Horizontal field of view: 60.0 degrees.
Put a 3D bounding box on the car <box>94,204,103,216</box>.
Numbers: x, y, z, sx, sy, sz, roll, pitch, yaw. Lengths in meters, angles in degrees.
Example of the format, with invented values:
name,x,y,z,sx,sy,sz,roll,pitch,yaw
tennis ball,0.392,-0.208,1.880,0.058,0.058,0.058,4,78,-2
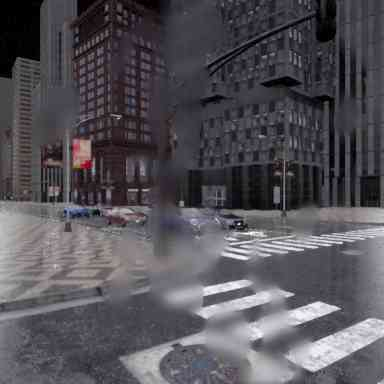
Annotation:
name,x,y,z,sx,sy,sz,roll,pitch,yaw
car,-10.484,2.188,39.446,2.128,1.511,4.902,0,-1,-36

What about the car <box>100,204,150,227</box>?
name,x,y,z,sx,sy,sz,roll,pitch,yaw
car,-5.459,1.976,26.864,1.812,1.442,4.674,0,-1,-36

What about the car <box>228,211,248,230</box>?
name,x,y,z,sx,sy,sz,roll,pitch,yaw
car,1.767,1.862,22.370,1.994,1.385,4.181,0,-1,-36

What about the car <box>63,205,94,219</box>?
name,x,y,z,sx,sy,sz,roll,pitch,yaw
car,-13.070,2.177,37.477,1.882,1.535,5.008,0,-1,-35

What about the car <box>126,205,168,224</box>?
name,x,y,z,sx,sy,sz,roll,pitch,yaw
car,-4.251,1.996,30.752,1.837,1.490,4.892,0,-1,-36

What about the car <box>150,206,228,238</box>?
name,x,y,z,sx,sy,sz,roll,pitch,yaw
car,-0.306,1.636,19.650,2.097,1.767,4.553,0,-1,-35
